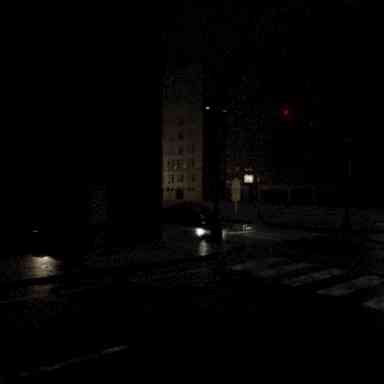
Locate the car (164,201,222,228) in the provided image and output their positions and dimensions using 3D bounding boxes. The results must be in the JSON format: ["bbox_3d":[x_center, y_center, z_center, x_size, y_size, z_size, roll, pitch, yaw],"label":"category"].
[{"bbox_3d":[-0.058,1.414,22.017,1.882,1.535,5.008,1,0,-34],"label":"car"}]
